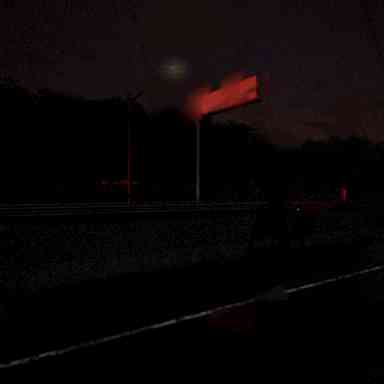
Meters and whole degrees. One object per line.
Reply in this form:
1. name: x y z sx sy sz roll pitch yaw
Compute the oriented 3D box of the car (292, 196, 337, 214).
1. car: 12.791 1.419 34.588 5.566 2.045 2.150 1 0 -35
